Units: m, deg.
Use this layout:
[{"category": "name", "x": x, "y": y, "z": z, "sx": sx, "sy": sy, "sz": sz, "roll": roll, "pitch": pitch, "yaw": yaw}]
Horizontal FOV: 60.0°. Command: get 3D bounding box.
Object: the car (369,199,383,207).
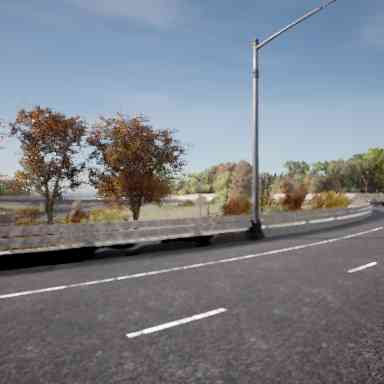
[{"category": "car", "x": 38.003, "y": 2.234, "z": 68.471, "sx": 1.837, "sy": 1.490, "sz": 4.892, "roll": 0, "pitch": -1, "yaw": 11}]
